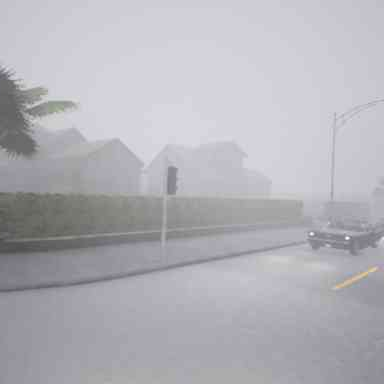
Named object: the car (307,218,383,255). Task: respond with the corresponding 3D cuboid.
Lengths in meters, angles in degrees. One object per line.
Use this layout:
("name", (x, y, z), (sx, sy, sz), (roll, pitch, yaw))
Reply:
("car", (7.092, 1.953, 15.240), (1.895, 1.301, 4.718), (2, 0, 43))
